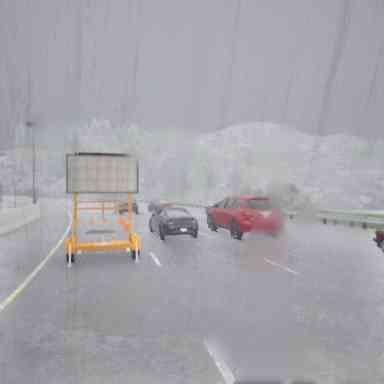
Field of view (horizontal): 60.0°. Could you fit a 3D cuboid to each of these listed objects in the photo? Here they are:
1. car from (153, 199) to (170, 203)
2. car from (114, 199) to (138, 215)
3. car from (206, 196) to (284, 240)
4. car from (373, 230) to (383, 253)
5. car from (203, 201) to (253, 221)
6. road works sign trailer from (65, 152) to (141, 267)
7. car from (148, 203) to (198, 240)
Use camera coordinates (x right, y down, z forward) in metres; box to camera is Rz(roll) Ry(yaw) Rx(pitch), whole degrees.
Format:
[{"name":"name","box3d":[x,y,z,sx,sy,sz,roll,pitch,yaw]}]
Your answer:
[{"name":"car","box3d":[-3.208,1.486,34.294,1.812,1.442,4.674,0,0,-21]},{"name":"car","box3d":[-6.707,1.464,33.671,1.837,1.490,4.892,0,-1,-21]},{"name":"car","box3d":[2.567,1.200,17.234,2.150,2.045,5.566,0,0,-16]},{"name":"car","box3d":[8.016,1.586,10.251,1.895,1.301,4.718,0,0,-13]},{"name":"car","box3d":[2.864,1.513,28.014,2.033,1.411,5.357,0,0,-19]},{"name":"road works sign trailer","box3d":[-3.089,0.451,11.575,2.380,3.560,2.880,0,0,-16]},{"name":"car","box3d":[-1.006,1.506,16.935,1.812,1.442,4.674,0,0,-16]}]
